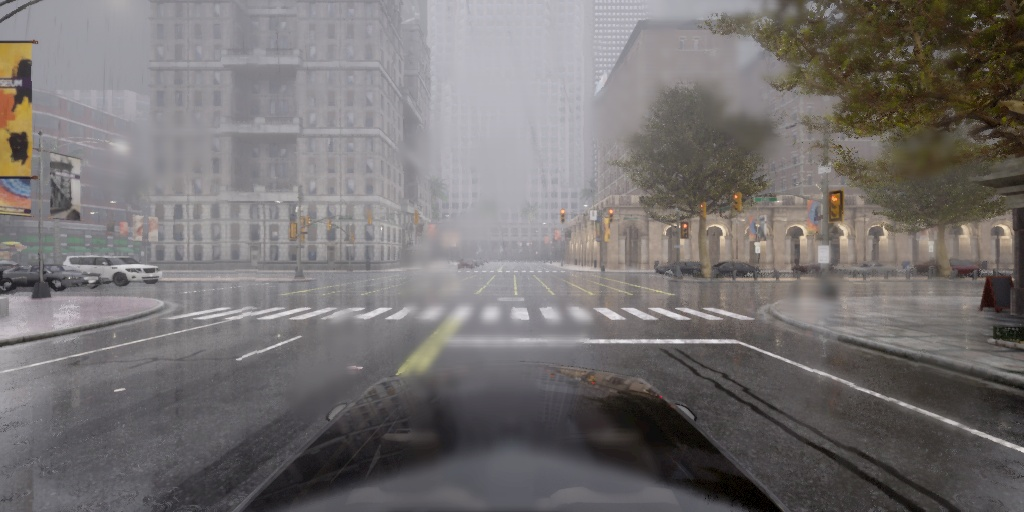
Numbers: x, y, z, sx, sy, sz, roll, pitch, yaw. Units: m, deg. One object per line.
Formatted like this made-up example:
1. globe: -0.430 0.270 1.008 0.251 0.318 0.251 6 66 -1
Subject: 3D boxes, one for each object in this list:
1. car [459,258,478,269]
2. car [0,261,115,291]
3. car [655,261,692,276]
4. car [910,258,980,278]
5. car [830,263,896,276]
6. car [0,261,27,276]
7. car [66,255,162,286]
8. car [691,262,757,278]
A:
1. car: -7.120 1.102 56.621 2.097 1.767 4.553 0 0 0
2. car: -27.067 1.241 21.036 4.902 1.511 2.128 0 0 0
3. car: 16.990 1.255 36.154 4.892 1.490 1.837 0 0 2
4. car: 38.996 1.102 32.401 4.553 1.767 2.097 0 0 0
5. car: 35.167 1.351 35.925 4.718 1.301 1.895 0 0 0
6. car: -52.548 1.255 36.916 4.892 1.490 1.837 0 0 20
7. car: -27.388 0.971 24.552 5.566 2.045 2.150 0 0 2
8. car: 19.396 1.254 32.502 4.892 1.490 1.837 0 0 0
